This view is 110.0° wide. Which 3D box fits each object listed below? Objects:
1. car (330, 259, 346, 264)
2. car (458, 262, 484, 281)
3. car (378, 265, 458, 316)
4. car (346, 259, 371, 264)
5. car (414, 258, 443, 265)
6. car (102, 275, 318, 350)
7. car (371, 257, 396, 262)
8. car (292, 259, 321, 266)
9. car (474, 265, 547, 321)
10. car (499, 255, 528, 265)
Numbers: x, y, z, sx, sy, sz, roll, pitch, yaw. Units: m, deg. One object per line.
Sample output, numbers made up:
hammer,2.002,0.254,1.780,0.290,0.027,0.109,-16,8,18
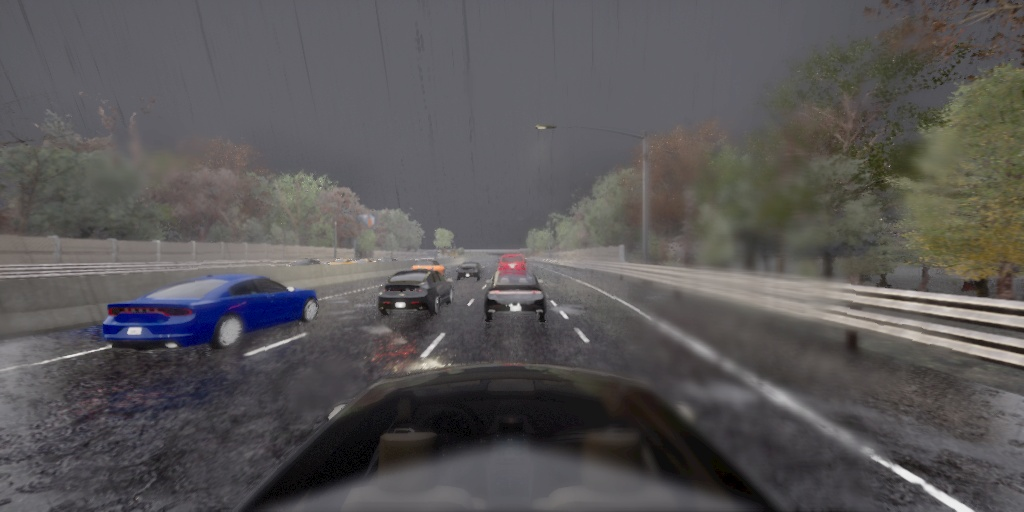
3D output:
car,-24.565,1.182,52.100,1.882,1.535,5.008,0,0,0
car,-3.405,1.220,29.985,1.837,1.490,4.892,0,0,0
car,-3.402,1.237,13.349,1.837,1.490,4.892,0,0,0
car,-21.070,1.182,50.907,1.882,1.535,5.008,0,0,0
car,-6.906,1.067,29.716,2.097,1.767,4.553,0,0,0
car,-6.902,1.216,9.039,1.882,1.535,5.008,0,0,0
car,-17.577,1.057,50.426,2.097,1.767,4.553,0,0,0
car,-28.071,1.210,49.118,1.837,1.490,4.892,0,0,0
car,0.099,1.225,12.291,2.128,1.511,4.902,0,0,0
car,0.094,0.937,29.086,2.150,2.045,5.566,0,0,0
